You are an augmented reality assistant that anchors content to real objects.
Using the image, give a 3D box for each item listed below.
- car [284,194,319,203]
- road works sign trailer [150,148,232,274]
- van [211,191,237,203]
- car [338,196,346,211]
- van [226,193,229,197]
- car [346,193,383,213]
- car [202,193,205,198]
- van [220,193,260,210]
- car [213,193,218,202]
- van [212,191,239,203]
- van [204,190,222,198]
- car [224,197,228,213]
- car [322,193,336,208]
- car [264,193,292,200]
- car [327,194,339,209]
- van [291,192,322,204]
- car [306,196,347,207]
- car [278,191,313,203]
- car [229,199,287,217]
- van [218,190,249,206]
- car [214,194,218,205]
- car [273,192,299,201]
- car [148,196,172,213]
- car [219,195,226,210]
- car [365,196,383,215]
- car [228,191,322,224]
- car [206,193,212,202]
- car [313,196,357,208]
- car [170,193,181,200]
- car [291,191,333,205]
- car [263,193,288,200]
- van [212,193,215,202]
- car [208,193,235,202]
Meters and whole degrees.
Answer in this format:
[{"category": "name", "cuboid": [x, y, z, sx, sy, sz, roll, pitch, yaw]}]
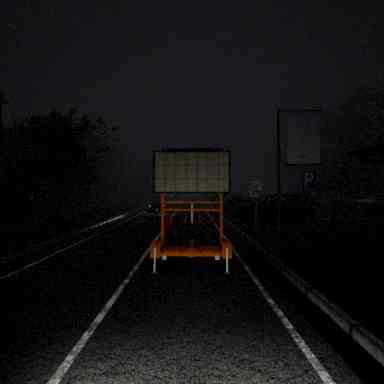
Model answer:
[{"category": "car", "cuboid": [18.819, 1.117, 57.504, 5.366, 1.575, 1.946, 0, 1, 0]}, {"category": "road works sign trailer", "cuboid": [0.002, 0.435, 10.495, 2.380, 3.560, 2.880, 0, 0, 2]}, {"category": "van", "cuboid": [5.662, 0.864, 59.720, 4.442, 1.987, 1.878, 0, 1, 0]}, {"category": "car", "cuboid": [18.710, 1.334, 35.292, 4.892, 1.521, 2.231, 0, 0, 0]}, {"category": "van", "cuboid": [5.766, 1.124, 31.681, 4.442, 1.987, 1.878, 0, 0, 0]}, {"category": "car", "cuboid": [18.697, 1.095, 32.516, 5.566, 2.045, 2.435, 0, 0, 0]}, {"category": "car", "cuboid": [5.475, 0.694, 70.931, 5.566, 2.045, 2.435, 0, 1, 0]}, {"category": "van", "cuboid": [5.735, 1.075, 40.093, 4.442, 1.987, 1.878, 0, 0, 0]}, {"category": "car", "cuboid": [5.595, 1.297, 45.705, 4.674, 1.452, 2.002, 0, 1, 0]}, {"category": "van", "cuboid": [5.672, 0.900, 56.917, 4.442, 1.987, 1.878, 0, 1, 0]}, {"category": "van", "cuboid": [5.335, 0.540, 84.946, 4.442, 1.987, 1.878, 0, 1, 0]}, {"category": "car", "cuboid": [5.485, 1.375, 26.075, 5.366, 1.575, 1.946, 0, 0, 0]}, {"category": "car", "cuboid": [18.880, 1.294, 40.847, 5.366, 1.575, 1.946, 0, 0, 0]}, {"category": "car", "cuboid": [18.396, 0.938, 71.381, 5.366, 1.575, 1.946, 0, 1, 0]}, {"category": "car", "cuboid": [18.700, 1.316, 38.070, 5.008, 1.535, 2.097, 0, 0, 0]}, {"category": "van", "cuboid": [18.760, 0.930, 54.727, 4.442, 1.987, 1.878, 0, 1, 0]}, {"category": "car", "cuboid": [18.703, 1.280, 46.402, 4.792, 1.488, 2.163, 0, 1, 0]}, {"category": "car", "cuboid": [18.652, 0.833, 60.276, 5.566, 2.045, 2.435, 0, 1, 0]}, {"category": "car", "cuboid": [5.663, 1.404, 28.879, 4.674, 1.452, 2.002, 0, 0, 0]}, {"category": "van", "cuboid": [5.512, 1.095, 37.290, 4.442, 1.987, 1.878, 0, 0, 0]}, {"category": "car", "cuboid": [5.637, 1.312, 42.897, 4.792, 1.488, 2.163, 0, 0, 0]}, {"category": "car", "cuboid": [18.633, 0.887, 65.830, 4.553, 1.767, 2.185, 0, 1, 0]}, {"category": "car", "cuboid": [-3.432, 1.431, 34.765, 1.895, 1.301, 4.718, 0, 0, 0]}, {"category": "car", "cuboid": [5.634, 1.335, 34.485, 5.008, 1.535, 2.097, 0, 0, 0]}, {"category": "car", "cuboid": [18.742, 1.360, 29.742, 5.008, 1.535, 2.097, 0, 0, 0]}, {"category": "car", "cuboid": [5.652, 1.140, 23.270, 5.566, 2.045, 2.435, 0, 0, 0]}, {"category": "car", "cuboid": [5.538, 0.911, 54.112, 5.566, 2.045, 2.435, 0, 1, 0]}, {"category": "car", "cuboid": [18.655, 1.308, 43.619, 4.792, 1.488, 2.163, 0, 1, 0]}, {"category": "car", "cuboid": [-3.417, 0.687, 71.107, 2.150, 2.045, 5.566, 0, 1, 0]}, {"category": "car", "cuboid": [18.682, 0.940, 51.950, 5.566, 2.045, 2.435, 0, 1, 0]}, {"category": "car", "cuboid": [18.577, 0.907, 74.158, 4.892, 1.521, 2.231, 0, 1, 0]}, {"category": "van", "cuboid": [5.693, 0.972, 51.313, 4.442, 1.987, 1.878, 0, 1, 0]}, {"category": "car", "cuboid": [5.528, 1.055, 62.526, 4.892, 1.521, 2.231, 0, 1, 0]}]
